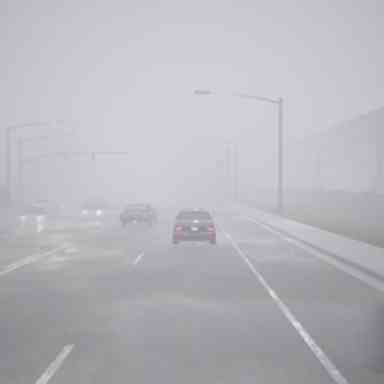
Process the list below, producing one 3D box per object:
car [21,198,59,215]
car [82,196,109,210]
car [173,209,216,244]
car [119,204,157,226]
[{"bbox_3d":[-14.076,1.275,31.158,1.812,1.442,4.674,0,0,0],"label":"car"},{"bbox_3d":[-10.529,1.194,36.918,1.812,1.442,4.674,0,1,0],"label":"car"},{"bbox_3d":[0.094,1.468,15.355,2.033,1.411,5.357,0,0,0],"label":"car"},{"bbox_3d":[-3.408,1.463,22.065,1.895,1.301,4.718,0,1,0],"label":"car"}]
